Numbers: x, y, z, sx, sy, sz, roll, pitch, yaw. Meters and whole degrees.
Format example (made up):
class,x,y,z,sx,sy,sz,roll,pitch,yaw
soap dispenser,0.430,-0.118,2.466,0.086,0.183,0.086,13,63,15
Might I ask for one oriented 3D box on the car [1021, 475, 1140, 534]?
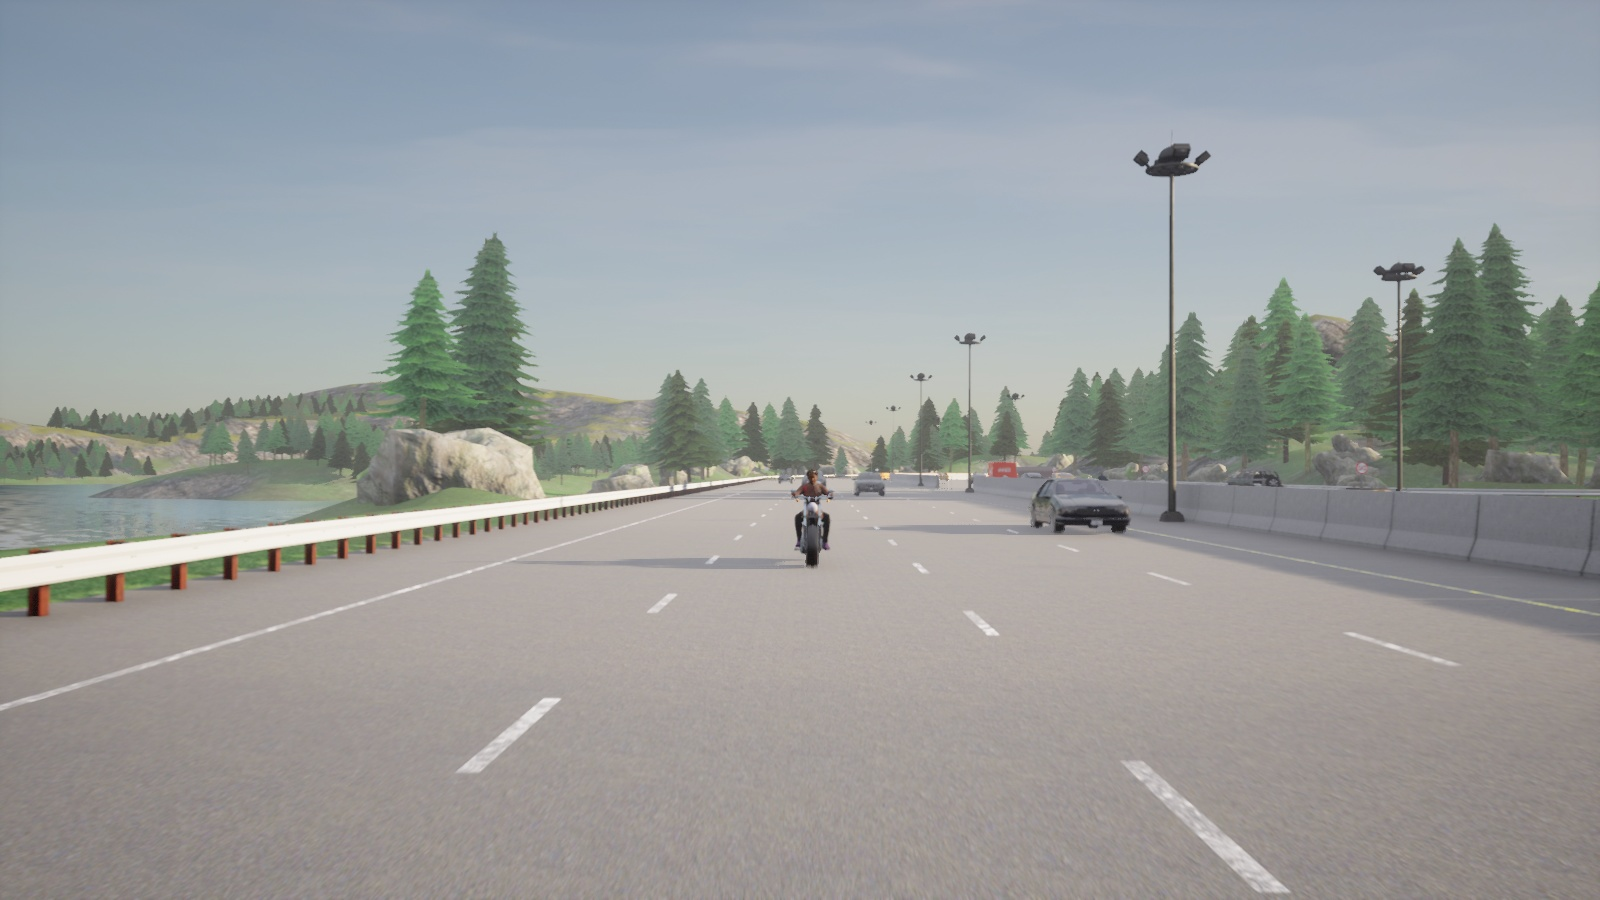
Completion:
class,x,y,z,sx,sy,sz,roll,pitch,yaw
car,7.372,1.395,33.563,2.033,1.411,5.357,0,-1,1

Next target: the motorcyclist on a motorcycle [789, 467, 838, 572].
class,x,y,z,sx,sy,sz,roll,pitch,yaw
motorcyclist on a motorcycle,0.220,1.116,21.026,0.766,1.649,2.350,0,-1,1

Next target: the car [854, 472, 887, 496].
class,x,y,z,sx,sy,sz,roll,pitch,yaw
car,4.422,2.133,79.503,1.837,1.490,4.892,0,-1,1

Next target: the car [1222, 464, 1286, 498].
class,x,y,z,sx,sy,sz,roll,pitch,yaw
car,25.311,1.706,70.206,1.932,1.855,4.605,0,-1,1
